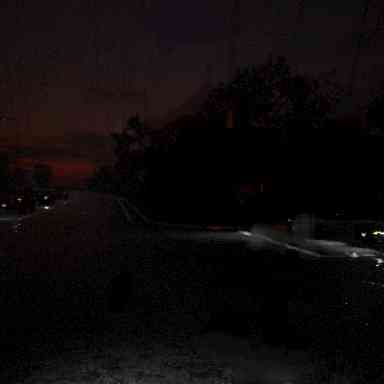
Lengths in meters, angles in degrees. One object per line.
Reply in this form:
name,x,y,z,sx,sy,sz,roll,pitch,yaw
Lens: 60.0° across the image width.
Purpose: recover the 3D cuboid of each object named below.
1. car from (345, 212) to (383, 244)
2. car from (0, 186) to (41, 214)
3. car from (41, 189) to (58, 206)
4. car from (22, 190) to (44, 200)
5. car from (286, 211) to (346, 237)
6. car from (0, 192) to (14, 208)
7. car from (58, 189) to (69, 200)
car,9.875,1.696,15.294,4.892,1.490,1.837,2,0,-16
car,-14.231,0.579,26.833,2.150,2.045,5.566,2,0,-13
car,-16.625,0.547,36.921,2.097,1.767,4.553,2,1,-14
car,-23.080,0.461,48.450,1.895,1.301,4.718,2,1,-14
car,7.601,1.699,18.272,4.718,1.301,1.895,2,0,-16
car,-19.268,0.714,32.878,1.994,1.385,4.181,2,1,-14
car,-20.167,0.274,51.037,2.097,1.767,4.553,2,1,-15
